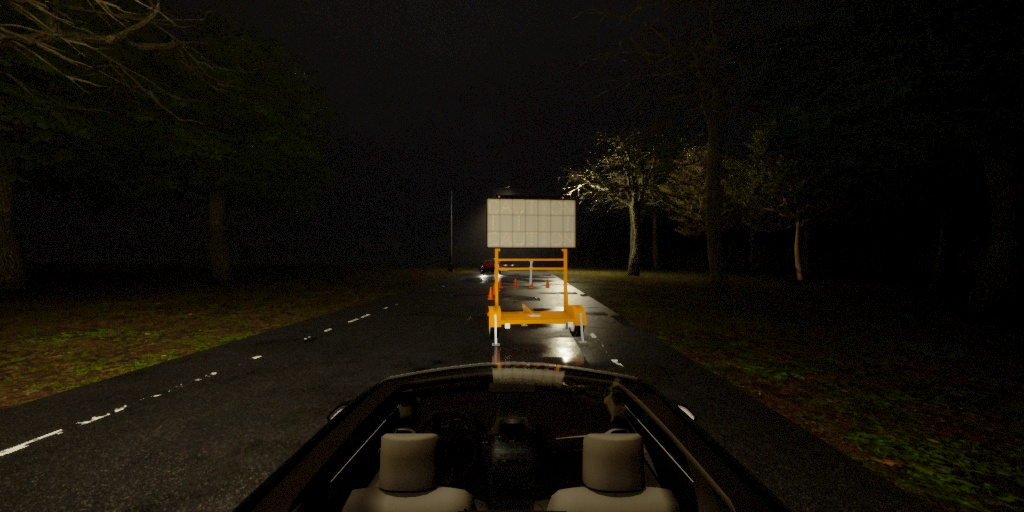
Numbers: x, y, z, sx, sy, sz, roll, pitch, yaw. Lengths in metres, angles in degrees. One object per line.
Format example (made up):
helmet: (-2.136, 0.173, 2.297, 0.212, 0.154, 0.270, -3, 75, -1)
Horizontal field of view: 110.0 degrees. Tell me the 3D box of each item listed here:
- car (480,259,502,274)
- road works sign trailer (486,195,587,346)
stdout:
car: (-2.308, 1.124, 40.380, 2.097, 1.767, 4.553, 0, 0, 2)
road works sign trailer: (0.490, 0.212, 9.520, 2.380, 3.560, 2.880, 0, 0, -6)
